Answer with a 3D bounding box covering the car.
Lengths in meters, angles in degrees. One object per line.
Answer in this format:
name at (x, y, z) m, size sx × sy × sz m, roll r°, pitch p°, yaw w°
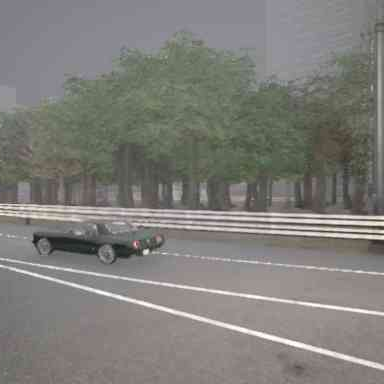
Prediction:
car at (-3.391, 1.614, 11.620) m, size 4.718 × 1.301 × 1.895 m, roll 0°, pitch 0°, yaw 29°
